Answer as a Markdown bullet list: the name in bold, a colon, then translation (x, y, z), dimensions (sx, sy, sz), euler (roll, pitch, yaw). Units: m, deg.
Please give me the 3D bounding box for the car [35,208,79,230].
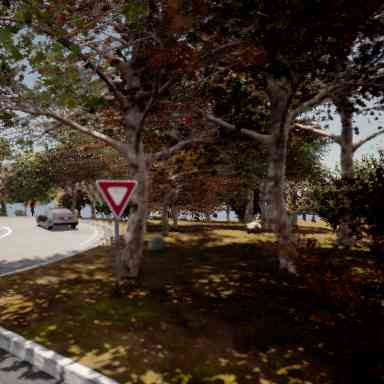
- **car**: translation (-9.670, 1.815, 23.603), dimensions (2.033, 1.411, 5.357), euler (0, -1, -36)
